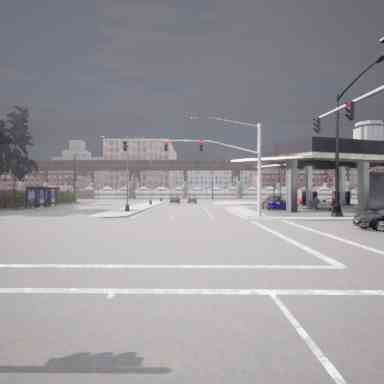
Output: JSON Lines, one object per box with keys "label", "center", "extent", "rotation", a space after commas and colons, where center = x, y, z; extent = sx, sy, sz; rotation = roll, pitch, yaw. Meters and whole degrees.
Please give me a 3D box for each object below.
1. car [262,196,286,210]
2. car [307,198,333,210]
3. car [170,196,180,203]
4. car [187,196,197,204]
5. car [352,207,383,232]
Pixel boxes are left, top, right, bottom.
{"label": "car", "center": [9.735, 1.292, 39.683], "extent": [2.242, 1.667, 4.611], "rotation": [0, 0, 0]}
{"label": "car", "center": [15.480, 1.453, 40.442], "extent": [1.970, 1.475, 3.806], "rotation": [0, 0, 0]}
{"label": "car", "center": [-3.358, 1.487, 66.287], "extent": [2.128, 1.511, 4.902], "rotation": [0, 0, 0]}
{"label": "car", "center": [0.040, 1.543, 64.364], "extent": [2.033, 1.411, 5.357], "rotation": [0, 0, 0]}
{"label": "car", "center": [12.025, 1.504, 19.512], "extent": [4.892, 1.490, 1.837], "rotation": [0, 0, -1]}
